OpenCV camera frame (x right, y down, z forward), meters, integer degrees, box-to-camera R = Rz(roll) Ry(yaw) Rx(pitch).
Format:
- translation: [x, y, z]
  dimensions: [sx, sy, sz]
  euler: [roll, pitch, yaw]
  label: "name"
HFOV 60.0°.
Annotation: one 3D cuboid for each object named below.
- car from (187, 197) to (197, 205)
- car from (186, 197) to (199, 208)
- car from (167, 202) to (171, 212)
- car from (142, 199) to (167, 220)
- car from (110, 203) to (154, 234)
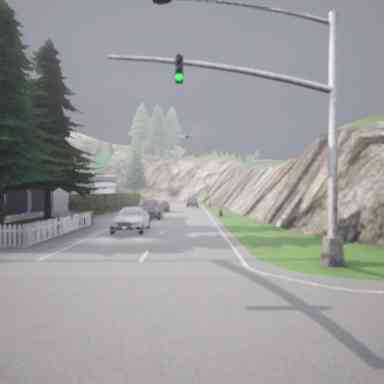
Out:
- translation: [-0.045, 1.597, 60.644]
  dimensions: [1.812, 1.442, 4.674]
  euler: [0, 0, -2]
  label: "car"
- translation: [0.075, 1.627, 50.395]
  dimensions: [2.033, 1.411, 5.357]
  euler: [0, 0, 0]
  label: "car"
- translation: [-3.598, 1.644, 38.906]
  dimensions: [1.994, 1.385, 4.181]
  euler: [0, 0, 1]
  label: "car"
- translation: [-3.606, 1.440, 29.000]
  dimensions: [2.097, 1.767, 4.553]
  euler: [0, 0, 0]
  label: "car"
- translation: [-3.605, 1.621, 20.043]
  dimensions: [1.812, 1.442, 4.674]
  euler: [0, 0, 0]
  label: "car"
